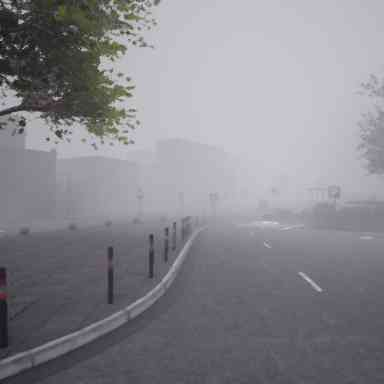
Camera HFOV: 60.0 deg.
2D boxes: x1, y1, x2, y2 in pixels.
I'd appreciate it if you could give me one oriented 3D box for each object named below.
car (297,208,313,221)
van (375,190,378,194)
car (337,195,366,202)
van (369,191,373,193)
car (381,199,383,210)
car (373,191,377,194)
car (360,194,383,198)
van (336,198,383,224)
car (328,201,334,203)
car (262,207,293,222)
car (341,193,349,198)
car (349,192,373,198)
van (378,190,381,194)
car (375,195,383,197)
[{"bbox_3d":[12.458,2.224,33.704,1.895,1.301,4.718,-2,0,40],"label":"car"},{"bbox_3d":[42.634,0.975,82.332,4.442,1.987,1.878,-2,0,40],"label":"van"},{"bbox_3d":[35.372,1.410,73.792,5.366,1.575,1.946,-2,0,40],"label":"car"},{"bbox_3d":[39.204,1.076,77.888,4.442,1.987,1.878,-2,0,40],"label":"van"},{"bbox_3d":[28.207,1.682,44.657,4.674,1.452,2.002,-2,0,40],"label":"car"},{"bbox_3d":[40.920,1.252,80.113,5.008,1.535,2.097,-2,0,40],"label":"car"},{"bbox_3d":[29.062,1.620,53.421,2.128,1.511,4.902,-2,0,40],"label":"car"},{"bbox_3d":[15.614,1.793,29.862,4.442,1.987,1.878,-2,0,40],"label":"van"},{"bbox_3d":[20.214,1.947,48.214,1.994,1.385,4.181,-2,0,40],"label":"car"},{"bbox_3d":[9.002,2.281,34.905,1.994,1.385,4.181,-2,0,40],"label":"car"},{"bbox_3d":[33.682,1.211,71.545,5.566,2.045,2.435,-2,0,40],"label":"car"},{"bbox_3d":[30.961,1.311,60.891,2.128,1.511,4.902,-2,0,40],"label":"car"},{"bbox_3d":[44.615,0.913,84.327,4.442,1.987,1.878,-2,0,40],"label":"van"},{"bbox_3d":[26.442,1.568,42.511,4.553,1.767,2.185,-2,0,40],"label":"car"}]
